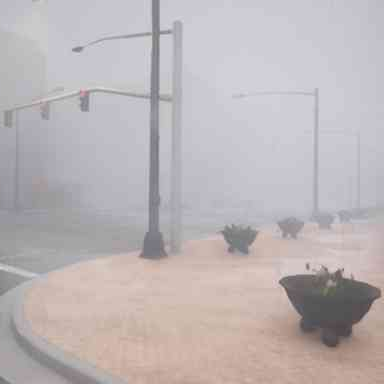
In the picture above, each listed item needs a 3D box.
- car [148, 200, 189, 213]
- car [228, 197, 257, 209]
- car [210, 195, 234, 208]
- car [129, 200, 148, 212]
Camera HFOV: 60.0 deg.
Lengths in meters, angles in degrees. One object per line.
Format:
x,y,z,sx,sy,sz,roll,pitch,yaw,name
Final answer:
-2.431,1.668,37.648,1.895,1.301,4.718,1,0,35,car
8.001,1.874,52.319,1.837,1.490,4.892,1,0,35,car
5.125,1.569,54.308,2.150,2.045,5.566,1,0,35,car
-5.294,1.630,39.662,1.895,1.301,4.718,1,0,35,car
